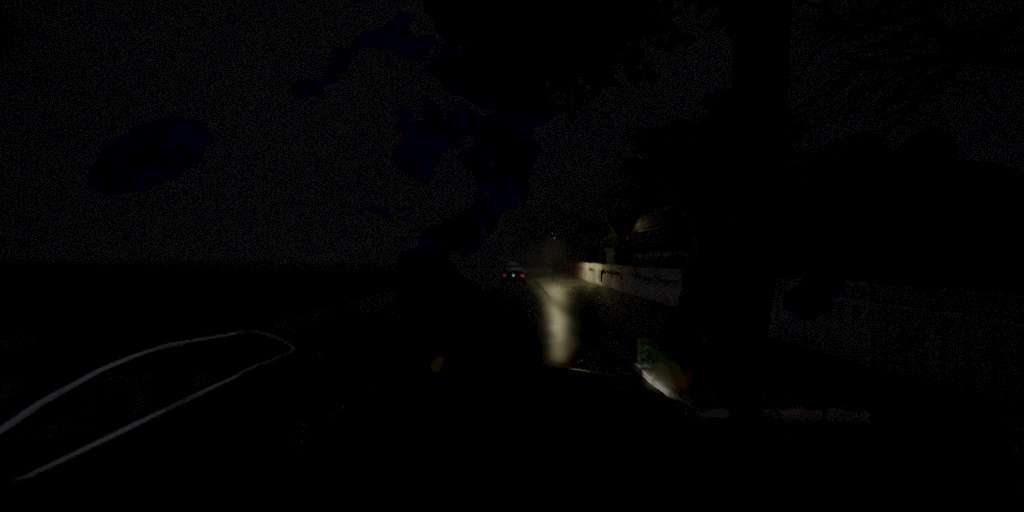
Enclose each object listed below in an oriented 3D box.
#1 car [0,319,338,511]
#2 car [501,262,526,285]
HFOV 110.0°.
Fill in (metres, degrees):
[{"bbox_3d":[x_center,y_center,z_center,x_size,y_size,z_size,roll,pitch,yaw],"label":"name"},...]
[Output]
[{"bbox_3d":[-2.851,1.244,2.049,2.128,1.511,4.902,0,0,0],"label":"car"},{"bbox_3d":[0.096,1.405,27.613,2.033,1.411,5.357,0,0,0],"label":"car"}]
